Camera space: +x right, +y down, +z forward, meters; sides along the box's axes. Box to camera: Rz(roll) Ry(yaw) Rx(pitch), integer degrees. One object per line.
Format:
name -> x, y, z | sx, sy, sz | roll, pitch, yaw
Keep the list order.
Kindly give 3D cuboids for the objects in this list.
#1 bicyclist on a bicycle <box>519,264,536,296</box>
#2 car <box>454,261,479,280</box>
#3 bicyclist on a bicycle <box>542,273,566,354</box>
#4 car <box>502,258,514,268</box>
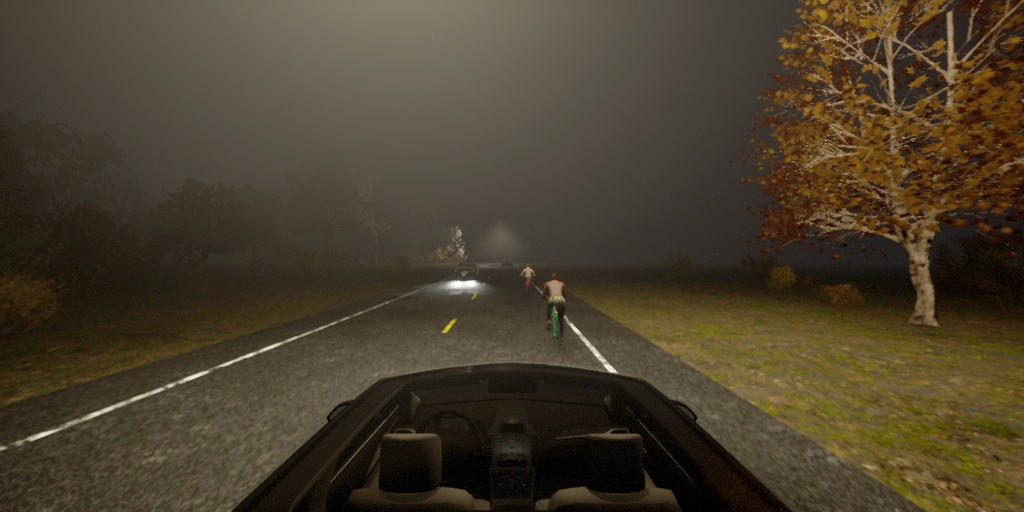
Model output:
bicyclist on a bicycle -> 0.808, 1.184, 18.289 | 0.866, 1.612, 1.509 | 0, 0, 0
car -> -3.928, 1.237, 31.396 | 2.128, 1.511, 4.902 | 0, 0, -1
bicyclist on a bicycle -> 0.936, 1.202, 7.841 | 0.582, 1.620, 1.656 | 0, 0, 0
car -> -0.765, 1.260, 62.668 | 1.812, 1.442, 4.674 | 0, 0, -1
